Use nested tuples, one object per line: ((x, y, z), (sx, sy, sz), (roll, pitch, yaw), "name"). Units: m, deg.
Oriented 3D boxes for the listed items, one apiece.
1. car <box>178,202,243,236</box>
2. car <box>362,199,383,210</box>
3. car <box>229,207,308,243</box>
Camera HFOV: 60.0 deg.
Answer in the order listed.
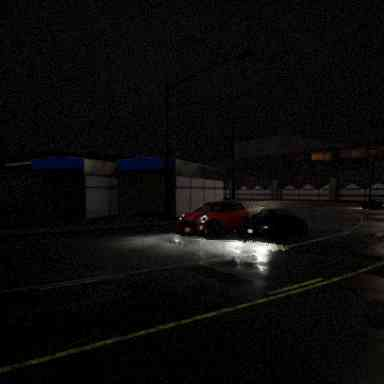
((1.334, 1.351, 18.617), (2.097, 1.767, 4.553), (0, 0, 44), "car")
((23.097, 1.562, 41.752), (1.994, 1.385, 4.181), (0, 0, 5), "car")
((3.998, 1.563, 16.355), (1.994, 1.385, 4.181), (0, 0, 44), "car")
